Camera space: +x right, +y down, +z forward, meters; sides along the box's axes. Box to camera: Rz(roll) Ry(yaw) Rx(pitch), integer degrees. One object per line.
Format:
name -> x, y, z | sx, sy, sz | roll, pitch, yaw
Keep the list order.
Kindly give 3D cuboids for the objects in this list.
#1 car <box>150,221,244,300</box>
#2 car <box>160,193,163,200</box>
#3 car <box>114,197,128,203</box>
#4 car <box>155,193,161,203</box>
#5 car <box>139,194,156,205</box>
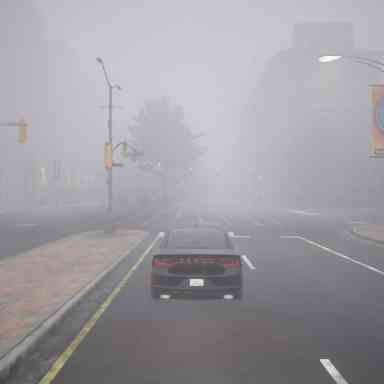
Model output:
car -> 0.114, 1.478, 8.462 | 1.882, 1.535, 5.008 | 0, 0, 1
car -> -7.674, 1.225, 76.484 | 2.150, 2.045, 5.566 | 0, 0, 0
car -> -14.460, 1.595, 67.846 | 1.895, 1.301, 4.718 | 0, 0, 0
car -> -7.754, 1.526, 65.732 | 1.812, 1.442, 4.674 | 0, 0, 1
car -> -7.841, 1.505, 56.473 | 1.837, 1.490, 4.892 | 0, 0, 1
